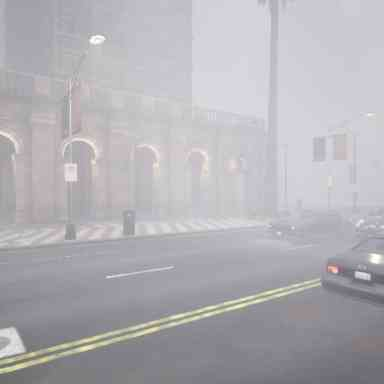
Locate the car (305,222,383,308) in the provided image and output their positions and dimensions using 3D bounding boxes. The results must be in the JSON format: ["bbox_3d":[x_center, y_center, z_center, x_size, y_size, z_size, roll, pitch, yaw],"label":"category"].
[{"bbox_3d":[5.099,1.546,7.413,5.357,1.411,2.033,0,0,-35],"label":"car"}]

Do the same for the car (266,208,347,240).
[{"bbox_3d":[6.228,1.545,17.058,5.357,1.411,2.033,0,0,-35],"label":"car"}]

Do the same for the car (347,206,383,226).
[{"bbox_3d":[9.334,1.348,14.969,4.553,1.767,2.097,0,0,-35],"label":"car"}]
